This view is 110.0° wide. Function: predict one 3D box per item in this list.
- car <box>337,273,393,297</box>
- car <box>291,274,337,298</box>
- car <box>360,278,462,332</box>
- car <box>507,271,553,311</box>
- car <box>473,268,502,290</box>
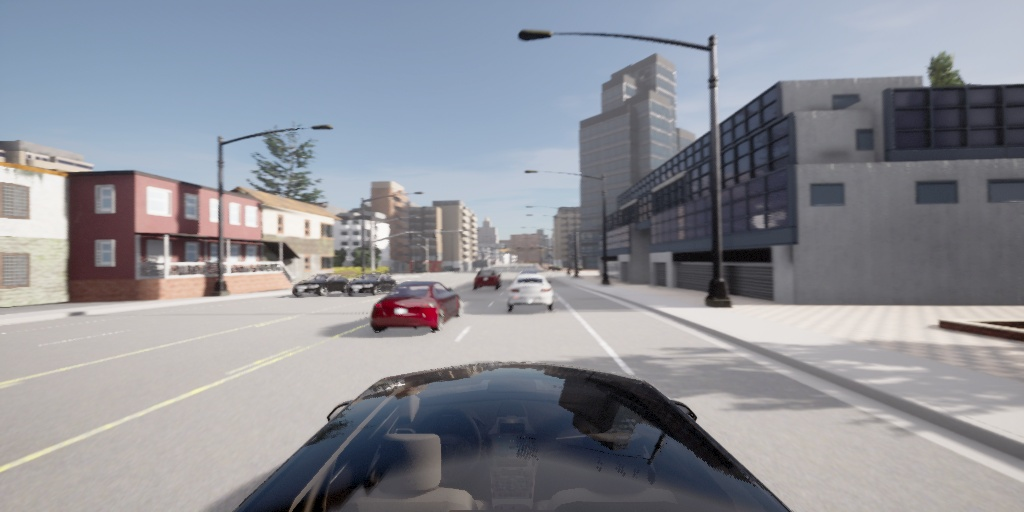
[{"bbox_3d":[-9.526,1.935,24.614,2.128,1.511,4.902,-1,-2,3],"label":"car"},{"bbox_3d":[-13.023,1.988,24.760,2.128,1.511,4.902,-1,-2,3],"label":"car"},{"bbox_3d":[-2.901,1.499,11.631,1.994,1.385,4.181,-1,-1,3],"label":"car"},{"bbox_3d":[0.787,1.515,15.802,1.812,1.442,4.674,-1,-2,3],"label":"car"},{"bbox_3d":[-2.037,1.961,31.126,2.097,1.767,4.553,-1,-2,3],"label":"car"}]
